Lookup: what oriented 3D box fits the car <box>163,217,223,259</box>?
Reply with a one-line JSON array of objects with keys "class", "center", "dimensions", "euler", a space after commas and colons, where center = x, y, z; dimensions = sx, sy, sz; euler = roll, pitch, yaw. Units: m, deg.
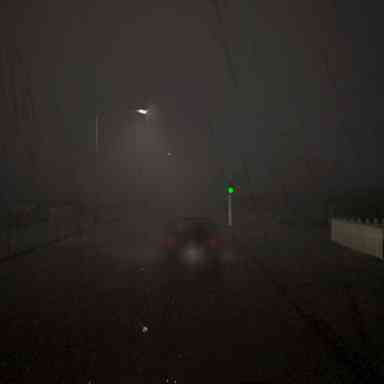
[{"class": "car", "center": [0.037, 1.588, 12.489], "dimensions": [1.895, 1.301, 4.718], "euler": [0, 0, 1]}]

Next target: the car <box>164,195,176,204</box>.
[{"class": "car", "center": [-4.022, 1.287, 61.696], "dimensions": [2.097, 1.767, 4.553], "euler": [0, 0, 1]}]
